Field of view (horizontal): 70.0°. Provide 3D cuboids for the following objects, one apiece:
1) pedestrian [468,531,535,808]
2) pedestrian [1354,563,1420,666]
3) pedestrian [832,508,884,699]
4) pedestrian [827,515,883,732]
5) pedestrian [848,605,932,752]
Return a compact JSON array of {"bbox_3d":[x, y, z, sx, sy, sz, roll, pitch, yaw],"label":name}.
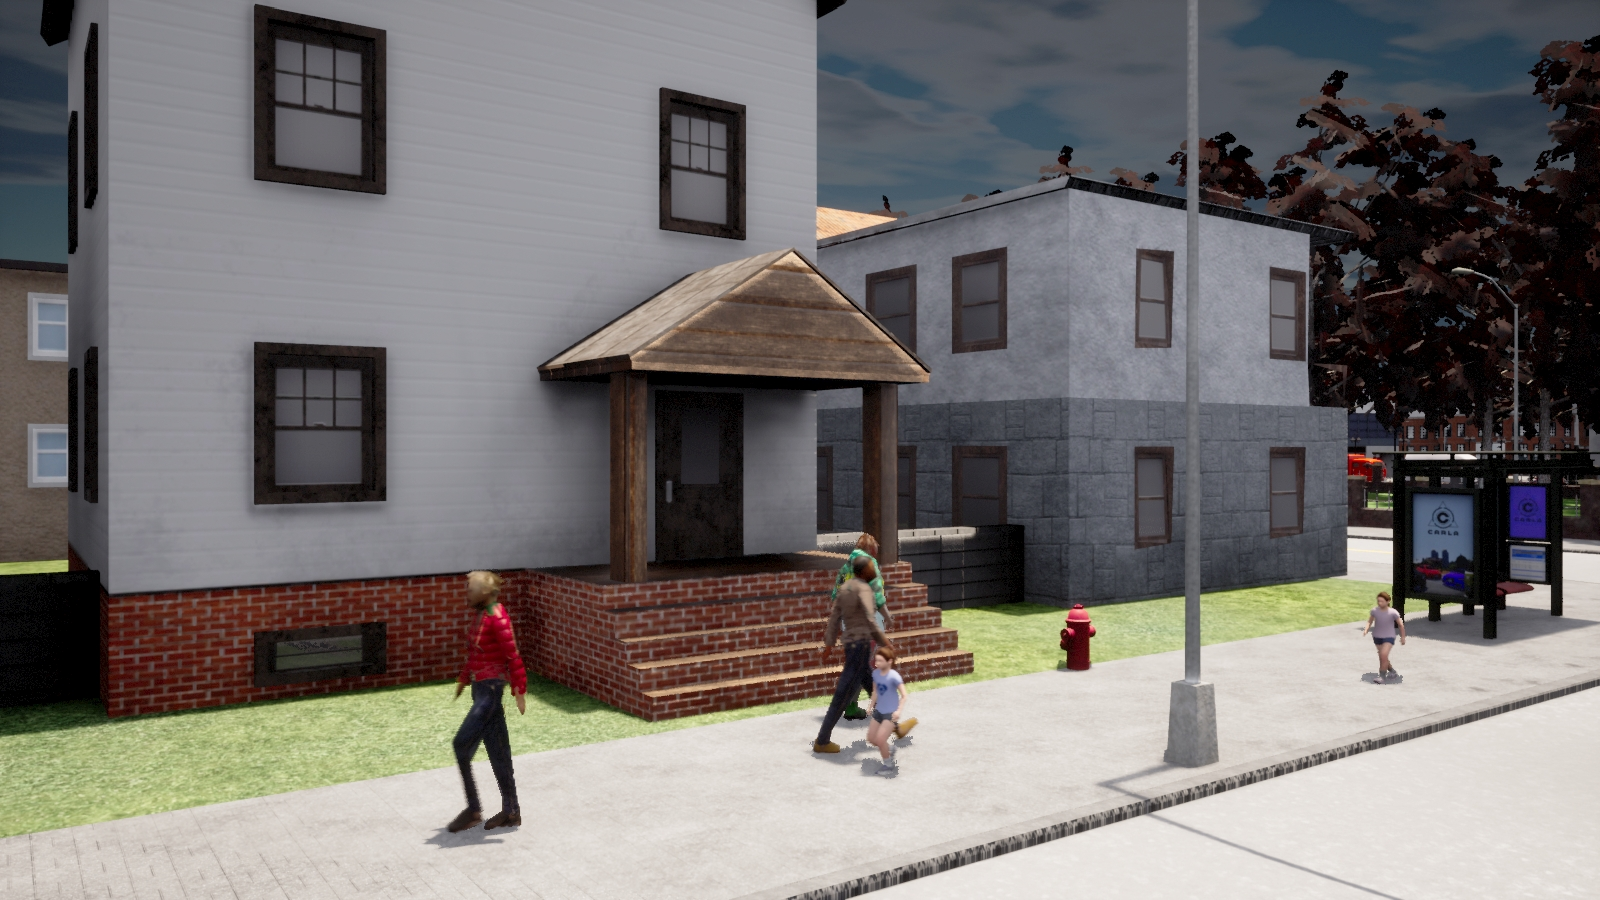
[{"bbox_3d":[-2.115,1.523,8.093,0.375,1.860,0.375,0,0,-30],"label":"pedestrian"},{"bbox_3d":[6.827,1.896,13.295,0.500,1.100,0.500,0,0,-34],"label":"pedestrian"},{"bbox_3d":[0.580,1.524,11.504,0.375,1.860,0.375,0,0,-35],"label":"pedestrian"},{"bbox_3d":[0.486,1.525,10.192,0.375,1.860,0.375,0,0,-21],"label":"pedestrian"},{"bbox_3d":[0.758,1.904,9.628,0.500,1.100,0.500,0,0,-38],"label":"pedestrian"}]
